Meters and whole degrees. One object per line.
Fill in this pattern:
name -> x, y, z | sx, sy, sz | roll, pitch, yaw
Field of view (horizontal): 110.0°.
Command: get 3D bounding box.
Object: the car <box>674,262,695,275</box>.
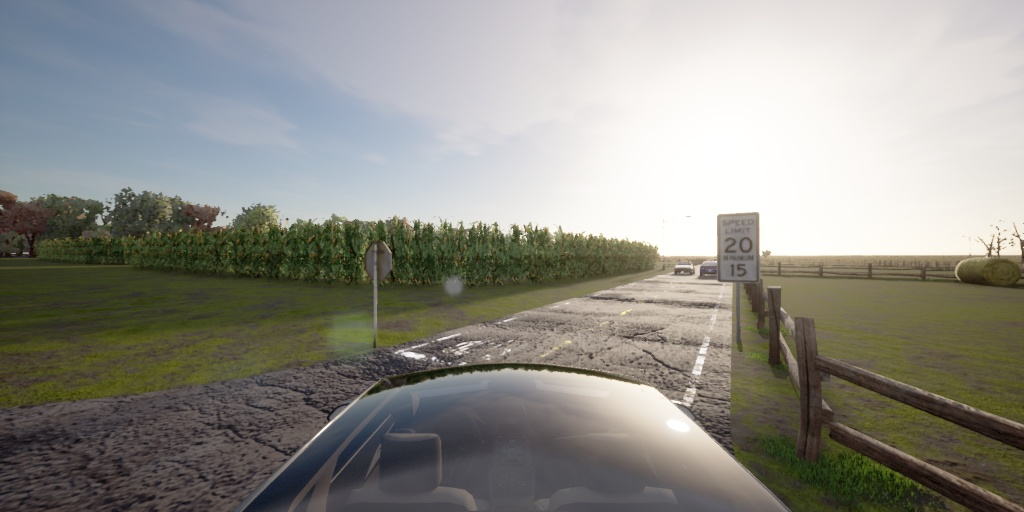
car -> 19.789, 1.340, 40.974 | 2.033, 1.411, 5.357 | 0, 0, 32

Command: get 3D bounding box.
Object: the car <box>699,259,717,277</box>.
car -> 20.157, 1.253, 36.227 | 1.882, 1.535, 5.008 | 0, 0, 32
